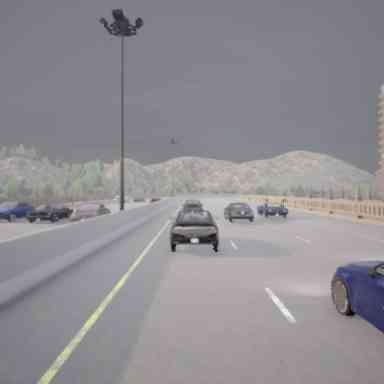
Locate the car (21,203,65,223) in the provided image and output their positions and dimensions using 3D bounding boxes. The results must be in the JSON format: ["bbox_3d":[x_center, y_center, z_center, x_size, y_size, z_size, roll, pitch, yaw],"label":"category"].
[{"bbox_3d":[-10.605,1.588,25.171,1.895,1.301,4.718,0,0,0],"label":"car"}]

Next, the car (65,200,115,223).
[{"bbox_3d":[-7.097,1.514,23.688,1.812,1.442,4.674,0,0,0],"label":"car"}]

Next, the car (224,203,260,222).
[{"bbox_3d":[3.594,1.533,26.074,2.033,1.411,5.357,0,0,0],"label":"car"}]

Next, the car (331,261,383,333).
[{"bbox_3d":[3.596,1.523,4.510,1.812,1.442,4.674,0,0,0],"label":"car"}]

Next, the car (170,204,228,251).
[{"bbox_3d":[0.097,1.484,14.086,2.128,1.511,4.902,0,0,0],"label":"car"}]

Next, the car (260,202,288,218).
[{"bbox_3d":[7.092,1.584,29.876,1.895,1.301,4.718,0,0,0],"label":"car"}]

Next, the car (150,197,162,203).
[{"bbox_3d":[-7.029,1.567,64.494,1.895,1.301,4.718,0,0,0],"label":"car"}]

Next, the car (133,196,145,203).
[{"bbox_3d":[-10.519,1.508,66.553,2.033,1.411,5.357,0,0,0],"label":"car"}]

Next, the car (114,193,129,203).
[{"bbox_3d":[-14.019,1.190,66.517,2.150,2.045,5.566,0,0,0],"label":"car"}]

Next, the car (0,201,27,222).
[{"bbox_3d":[-14.103,1.465,26.071,1.882,1.535,5.008,0,0,0],"label":"car"}]

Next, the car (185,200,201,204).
[{"bbox_3d":[0.092,1.488,31.536,1.837,1.490,4.892,0,0,0],"label":"car"}]
